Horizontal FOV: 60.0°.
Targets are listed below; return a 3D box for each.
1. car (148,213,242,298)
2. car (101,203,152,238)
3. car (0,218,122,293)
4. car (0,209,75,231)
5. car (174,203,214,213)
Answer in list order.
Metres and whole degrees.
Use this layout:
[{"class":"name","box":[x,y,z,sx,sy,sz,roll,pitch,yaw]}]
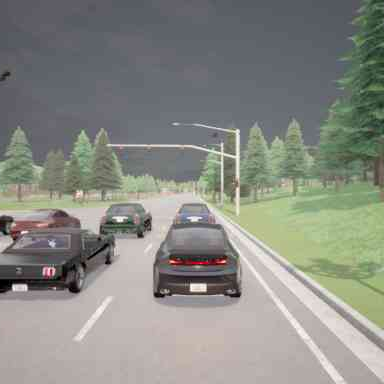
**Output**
[{"class":"car","box":[0.109,1.505,8.512,1.837,1.490,4.892,0,0,0]},{"class":"car","box":[-3.381,1.352,17.750,2.097,1.767,4.553,0,0,0]},{"class":"car","box":[-3.390,1.601,8.793,1.895,1.301,4.718,0,0,0]},{"class":"car","box":[-6.883,1.525,16.008,1.812,1.442,4.674,0,0,0]},{"class":"car","box":[0.118,1.352,17.606,2.097,1.767,4.553,0,0,0]}]
